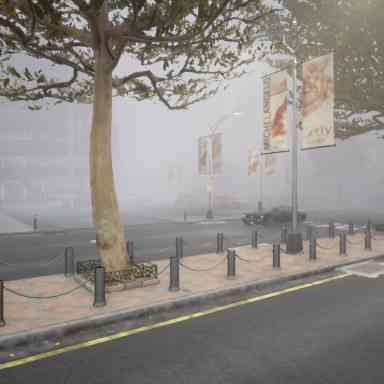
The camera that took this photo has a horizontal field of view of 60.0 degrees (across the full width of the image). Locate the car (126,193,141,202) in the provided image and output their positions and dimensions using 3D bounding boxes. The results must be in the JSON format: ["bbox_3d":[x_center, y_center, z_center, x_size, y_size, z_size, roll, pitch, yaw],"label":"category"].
[{"bbox_3d":[-12.063,1.225,73.320,5.566,2.045,2.150,0,0,30],"label":"car"}]

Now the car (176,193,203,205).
[{"bbox_3d":[-0.581,1.212,62.558,2.150,2.045,5.566,0,1,-37],"label":"car"}]

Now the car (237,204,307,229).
[{"bbox_3d":[5.476,1.601,21.960,4.718,1.301,1.895,0,0,-38],"label":"car"}]

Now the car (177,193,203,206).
[{"bbox_3d":[-0.155,1.354,55.994,2.097,1.767,4.553,0,0,-36],"label":"car"}]

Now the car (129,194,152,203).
[{"bbox_3d":[-10.162,1.564,67.729,4.181,1.385,1.994,0,0,39],"label":"car"}]

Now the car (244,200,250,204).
[{"bbox_3d":[7.006,1.526,52.059,1.812,1.442,4.674,0,0,-36],"label":"car"}]

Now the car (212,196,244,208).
[{"bbox_3d":[4.943,1.352,48.914,2.097,1.767,4.553,0,0,-35],"label":"car"}]
